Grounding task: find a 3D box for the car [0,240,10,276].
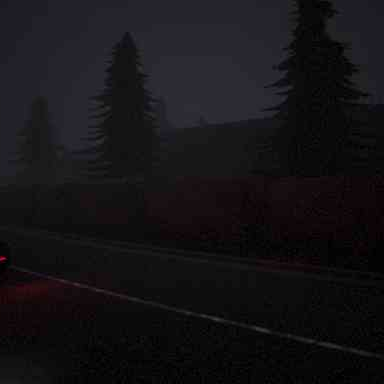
[{"bbox_3d":[-6.523,1.481,8.742,4.674,1.442,1.812,0,1,37],"label":"car"}]
